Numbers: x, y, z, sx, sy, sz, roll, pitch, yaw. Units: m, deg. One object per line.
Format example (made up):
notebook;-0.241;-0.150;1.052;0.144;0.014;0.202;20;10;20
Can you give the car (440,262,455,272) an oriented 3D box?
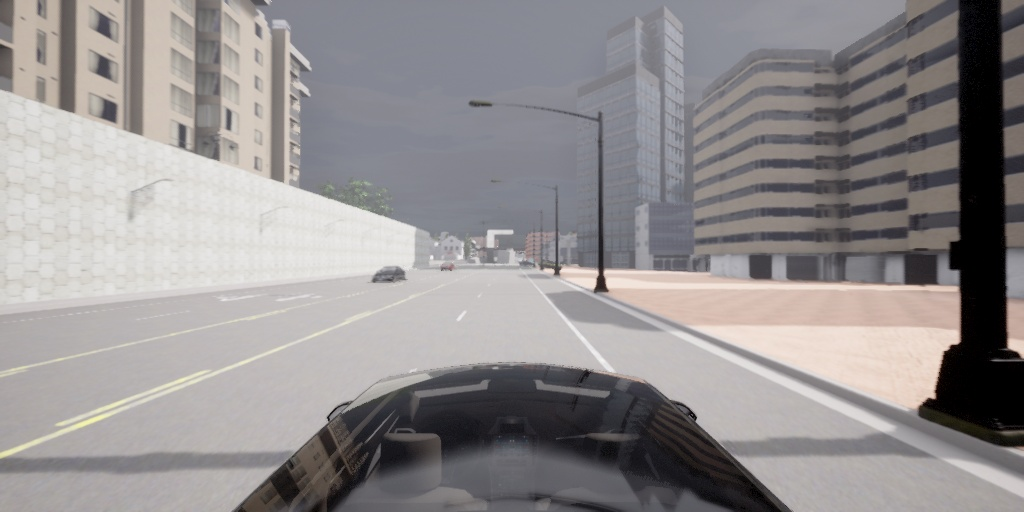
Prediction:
car;-10.516;1.747;58.727;1.882;1.535;5.008;0;0;0

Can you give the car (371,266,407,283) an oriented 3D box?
car;-10.493;1.590;30.919;1.812;1.442;4.674;0;0;0
